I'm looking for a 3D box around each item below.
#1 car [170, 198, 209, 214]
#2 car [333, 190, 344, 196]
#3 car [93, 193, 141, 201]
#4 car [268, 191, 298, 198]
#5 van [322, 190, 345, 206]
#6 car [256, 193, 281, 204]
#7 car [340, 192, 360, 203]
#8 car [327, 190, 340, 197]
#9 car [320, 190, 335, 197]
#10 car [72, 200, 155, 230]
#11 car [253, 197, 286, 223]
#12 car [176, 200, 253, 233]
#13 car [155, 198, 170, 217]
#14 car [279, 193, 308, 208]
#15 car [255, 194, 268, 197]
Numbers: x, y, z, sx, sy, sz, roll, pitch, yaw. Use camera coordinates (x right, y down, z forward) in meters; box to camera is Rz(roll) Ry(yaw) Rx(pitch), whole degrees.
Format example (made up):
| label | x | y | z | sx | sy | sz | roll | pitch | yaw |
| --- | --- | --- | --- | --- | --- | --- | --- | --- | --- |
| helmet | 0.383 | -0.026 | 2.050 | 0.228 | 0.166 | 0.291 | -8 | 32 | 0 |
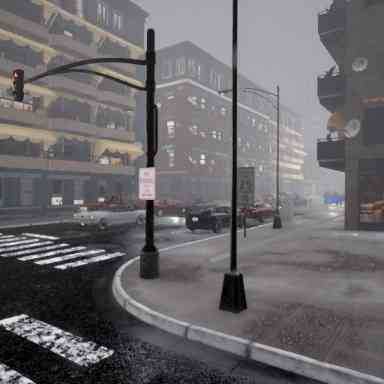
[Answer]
| label | x | y | z | sx | sy | sz | roll | pitch | yaw |
| --- | --- | --- | --- | --- | --- | --- | --- | --- | --- |
| car | 0.484 | 1.203 | 26.873 | 1.994 | 1.385 | 4.181 | 1 | 1 | 34 |
| car | 36.178 | 0.255 | 82.089 | 1.802 | 1.307 | 4.206 | 2 | 2 | 35 |
| car | -5.480 | 1.031 | 22.850 | 2.192 | 1.841 | 5.009 | 2 | 2 | 35 |
| car | 11.440 | 0.717 | 42.371 | 2.097 | 1.767 | 4.553 | 1 | 1 | 36 |
| van | 17.375 | 0.721 | 40.780 | 1.690 | 1.788 | 3.998 | 2 | 2 | 35 |
| car | 10.541 | 0.880 | 45.638 | 1.947 | 1.339 | 4.313 | 2 | 2 | 35 |
| car | 23.782 | 0.763 | 49.897 | 1.887 | 1.381 | 4.507 | 2 | 2 | 35 |
| car | 32.973 | 0.335 | 77.532 | 1.802 | 1.307 | 4.206 | 2 | 2 | 35 |
| car | 29.769 | 0.378 | 72.976 | 1.887 | 1.381 | 4.507 | 2 | 2 | 35 |
| car | -4.609 | 1.368 | 19.607 | 1.895 | 1.301 | 4.718 | 1 | 1 | 35 |
| car | 4.553 | 1.283 | 22.560 | 1.802 | 1.307 | 4.206 | 2 | 2 | 35 |
| car | 1.349 | 1.348 | 18.003 | 1.947 | 1.339 | 4.313 | 2 | 2 | 35 |
| car | -2.278 | 1.180 | 27.412 | 1.887 | 1.381 | 4.507 | 2 | 2 | 35 |
| car | 11.296 | 1.059 | 36.668 | 1.895 | 1.301 | 4.718 | 1 | 1 | 35 |
| car | 5.736 | 1.012 | 34.309 | 1.837 | 1.490 | 4.892 | 1 | 1 | 35 |
